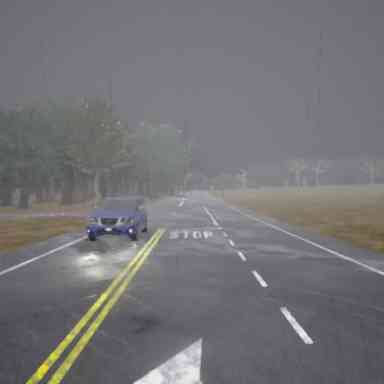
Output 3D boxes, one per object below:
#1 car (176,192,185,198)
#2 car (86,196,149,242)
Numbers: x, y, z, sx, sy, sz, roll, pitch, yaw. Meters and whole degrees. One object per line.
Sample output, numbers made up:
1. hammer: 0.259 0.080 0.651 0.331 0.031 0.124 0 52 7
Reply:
1. car: -2.907 0.782 84.725 1.882 1.535 5.008 0 1 5
2. car: -3.512 1.227 16.746 2.150 2.045 5.566 0 0 0
